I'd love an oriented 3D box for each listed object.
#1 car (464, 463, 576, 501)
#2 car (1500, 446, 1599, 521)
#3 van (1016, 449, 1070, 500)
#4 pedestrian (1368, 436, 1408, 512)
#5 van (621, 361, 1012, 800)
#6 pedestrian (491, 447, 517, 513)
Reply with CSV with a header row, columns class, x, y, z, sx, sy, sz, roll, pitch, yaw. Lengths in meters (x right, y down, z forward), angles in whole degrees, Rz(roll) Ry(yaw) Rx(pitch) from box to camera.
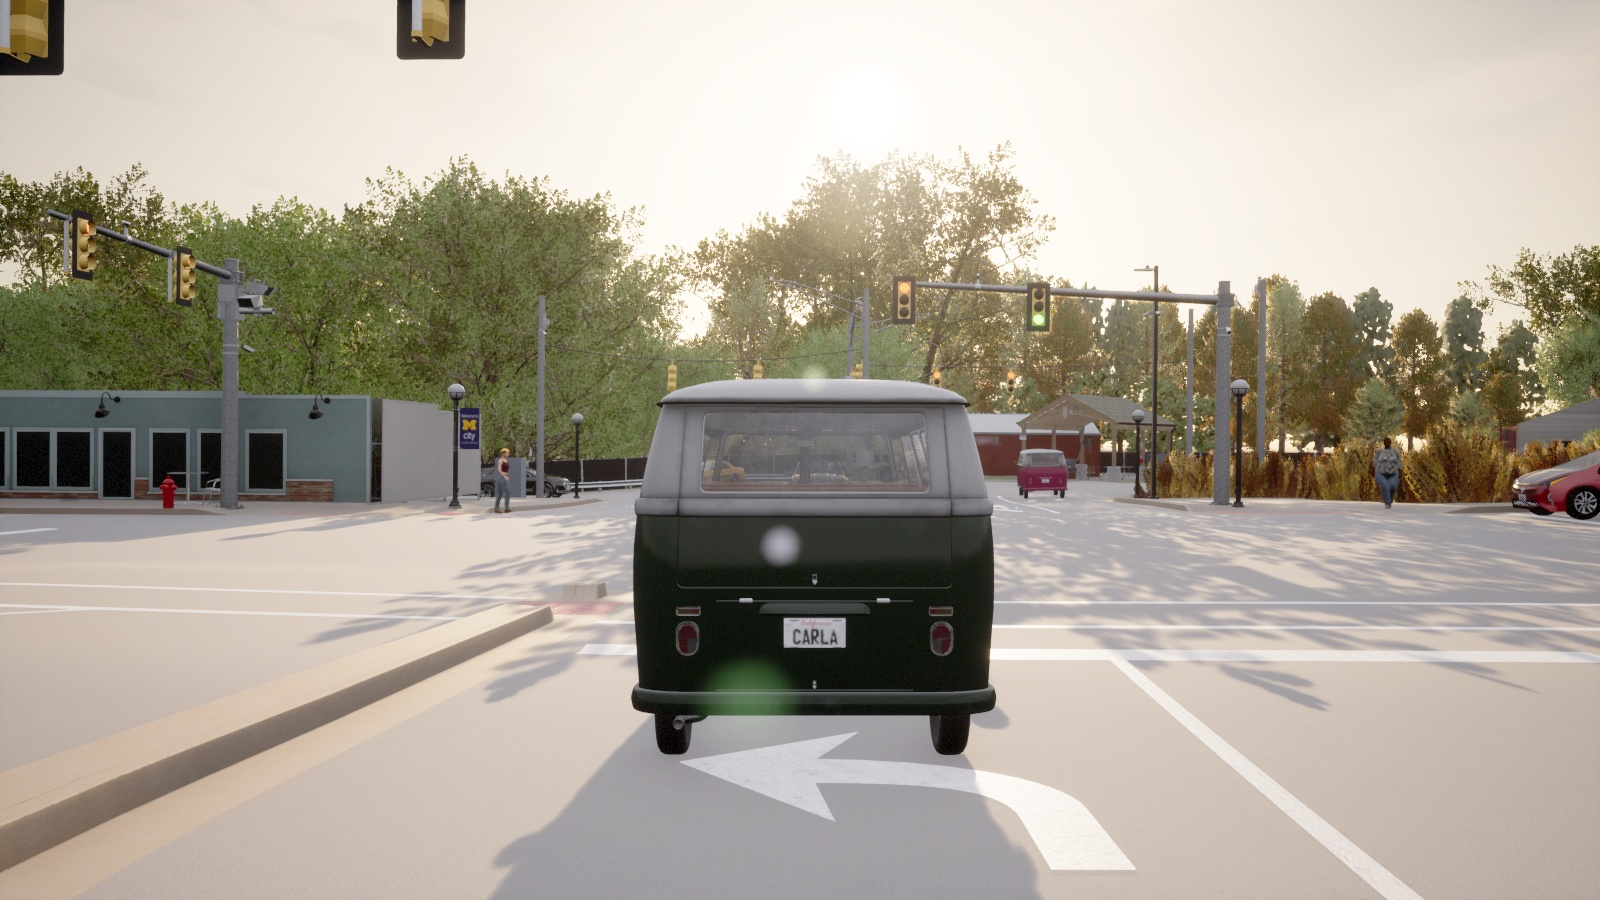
class,x,y,z,sx,sy,sz,roll,pitch,yaw
car,-13.511,1.534,60.747,4.856,1.649,2.033,-1,1,8
car,17.983,0.673,27.175,4.514,1.525,2.007,-1,0,4
van,10.011,0.969,52.071,1.775,1.987,4.442,-1,0,6
pedestrian,14.732,0.586,31.459,0.874,1.855,0.900,1,0,25
van,0.063,0.631,7.930,1.775,1.987,4.442,0,-1,0
pedestrian,-8.327,0.848,35.354,0.594,1.836,0.345,1,0,22
